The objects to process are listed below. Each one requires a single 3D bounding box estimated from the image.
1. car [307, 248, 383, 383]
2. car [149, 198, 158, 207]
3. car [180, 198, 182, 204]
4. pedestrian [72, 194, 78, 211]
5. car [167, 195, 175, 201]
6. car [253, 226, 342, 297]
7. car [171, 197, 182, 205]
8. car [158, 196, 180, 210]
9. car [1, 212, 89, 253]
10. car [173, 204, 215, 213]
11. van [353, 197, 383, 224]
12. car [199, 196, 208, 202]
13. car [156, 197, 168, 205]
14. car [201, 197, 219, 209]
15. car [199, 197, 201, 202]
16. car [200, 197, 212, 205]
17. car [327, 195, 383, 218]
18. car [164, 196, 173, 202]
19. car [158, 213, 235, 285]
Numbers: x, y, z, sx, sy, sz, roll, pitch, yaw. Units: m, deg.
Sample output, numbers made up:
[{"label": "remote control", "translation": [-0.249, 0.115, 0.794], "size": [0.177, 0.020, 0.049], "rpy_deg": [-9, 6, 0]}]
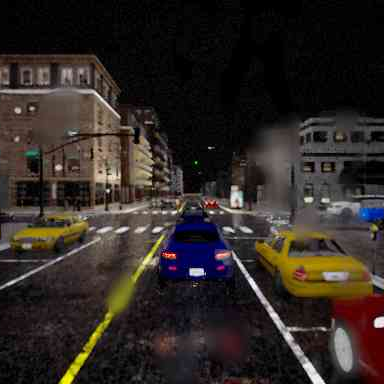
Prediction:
[{"label": "car", "translation": [2.685, 1.550, 2.652], "size": [1.887, 1.381, 4.507], "rpy_deg": [0, 0, 0]}, {"label": "car", "translation": [-5.703, 1.685, 52.201], "size": [2.008, 1.369, 4.403], "rpy_deg": [0, 0, 0]}, {"label": "car", "translation": [-3.086, 1.495, 54.943], "size": [2.097, 1.767, 4.553], "rpy_deg": [0, 0, 0]}, {"label": "pedestrian", "translation": [-12.636, 1.152, 35.929], "size": [0.375, 1.860, 0.375], "rpy_deg": [0, 0, 0]}, {"label": "car", "translation": [-5.711, 1.719, 92.077], "size": [1.967, 1.590, 4.097], "rpy_deg": [-1, 0, 0]}, {"label": "car", "translation": [2.684, 1.544, 8.519], "size": [1.752, 1.417, 4.829], "rpy_deg": [0, 0, 0]}, {"label": "car", "translation": [-3.010, 1.741, 64.941], "size": [1.994, 1.385, 4.181], "rpy_deg": [0, 0, 0]}, {"label": "car", "translation": [-3.104, 1.676, 45.142], "size": [1.994, 1.385, 4.181], "rpy_deg": [0, 0, 0]}, {"label": "car", "translation": [-5.698, 1.556, 13.879], "size": [1.752, 1.417, 4.829], "rpy_deg": [0, 0, 0]}, {"label": "car", "translation": [0.098, 1.608, 19.646], "size": [1.994, 1.385, 4.181], "rpy_deg": [0, 0, 0]}, {"label": "van", "translation": [14.655, 1.463, 24.814], "size": [3.998, 1.788, 1.690], "rpy_deg": [0, 0, 0]}, {"label": "car", "translation": [2.673, 1.784, 80.698], "size": [2.008, 1.369, 4.403], "rpy_deg": [-1, 0, 0]}, {"label": "car", "translation": [-5.705, 1.723, 63.594], "size": [2.008, 1.369, 4.403], "rpy_deg": [0, 0, 0]}, {"label": "car", "translation": [2.677, 1.556, 46.518], "size": [1.967, 1.590, 4.097], "rpy_deg": [0, 0, 0]}, {"label": "car", "translation": [2.676, 1.735, 57.911], "size": [1.802, 1.307, 4.206], "rpy_deg": [0, 0, 0]}, {"label": "car", "translation": [2.675, 1.723, 63.608], "size": [2.008, 1.369, 4.403], "rpy_deg": [0, 0, 0]}, {"label": "car", "translation": [15.480, 1.318, 30.609], "size": [5.566, 2.045, 2.150], "rpy_deg": [0, 0, 0]}, {"label": "car", "translation": [-5.708, 1.758, 80.514], "size": [1.752, 1.417, 4.829], "rpy_deg": [0, 0, 0]}, {"label": "car", "translation": [0.099, 1.546, 9.395], "size": [1.812, 1.442, 4.674], "rpy_deg": [0, 0, 0]}]
